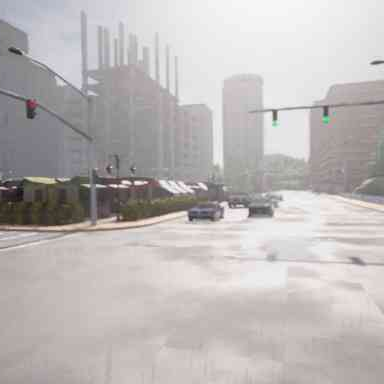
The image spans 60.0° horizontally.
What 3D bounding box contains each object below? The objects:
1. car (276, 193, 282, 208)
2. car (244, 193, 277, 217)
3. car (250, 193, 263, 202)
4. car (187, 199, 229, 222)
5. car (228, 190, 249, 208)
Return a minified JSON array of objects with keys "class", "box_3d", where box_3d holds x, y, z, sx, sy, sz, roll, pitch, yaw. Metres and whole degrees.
[{"class":"car","box_3d":[9.286,1.051,39.447,1.837,1.490,4.892,-1,2,17]},{"class":"car","box_3d":[5.862,1.171,27.967,1.882,1.535,5.008,-1,0,17]},{"class":"car","box_3d":[11.509,0.896,58.900,1.812,1.442,4.674,-1,0,17]},{"class":"car","box_3d":[1.104,1.398,24.269,1.895,1.301,4.718,-1,0,17]},{"class":"car","box_3d":[5.725,0.829,39.761,2.150,2.045,5.566,-1,0,17]}]
